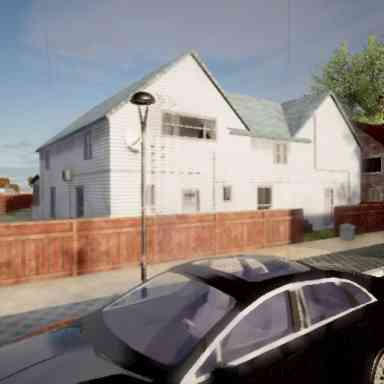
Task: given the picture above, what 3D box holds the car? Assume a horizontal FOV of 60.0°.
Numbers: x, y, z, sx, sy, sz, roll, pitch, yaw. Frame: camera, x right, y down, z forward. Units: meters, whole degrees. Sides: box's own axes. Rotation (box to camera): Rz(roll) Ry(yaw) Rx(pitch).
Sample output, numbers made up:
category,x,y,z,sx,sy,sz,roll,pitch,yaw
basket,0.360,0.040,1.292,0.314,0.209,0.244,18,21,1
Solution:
category,x,y,z,sx,sy,sz,roll,pitch,yaw
car,0.315,1.485,3.279,4.902,1.511,2.128,0,0,-35
